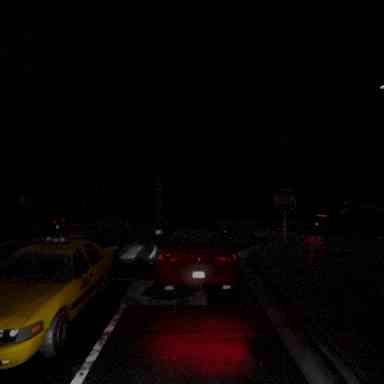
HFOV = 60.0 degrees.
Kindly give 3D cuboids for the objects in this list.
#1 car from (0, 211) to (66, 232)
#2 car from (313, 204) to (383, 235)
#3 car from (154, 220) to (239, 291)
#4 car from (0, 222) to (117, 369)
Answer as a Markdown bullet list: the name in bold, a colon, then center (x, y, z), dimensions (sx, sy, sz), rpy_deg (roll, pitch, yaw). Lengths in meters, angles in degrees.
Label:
- **car**: center (-10.229, 1.817, 19.873), dimensions (4.718, 1.301, 1.895), rpy_deg (-1, -1, 0)
- **car**: center (8.763, 1.385, 16.933), dimensions (4.902, 1.511, 2.128), rpy_deg (-1, -1, 0)
- **car**: center (0.006, 1.502, 9.119), dimensions (1.882, 1.535, 5.008), rpy_deg (0, 0, -3)
- **car**: center (-2.609, 1.542, 6.078), dimensions (1.752, 1.417, 4.829), rpy_deg (1, 0, 0)
